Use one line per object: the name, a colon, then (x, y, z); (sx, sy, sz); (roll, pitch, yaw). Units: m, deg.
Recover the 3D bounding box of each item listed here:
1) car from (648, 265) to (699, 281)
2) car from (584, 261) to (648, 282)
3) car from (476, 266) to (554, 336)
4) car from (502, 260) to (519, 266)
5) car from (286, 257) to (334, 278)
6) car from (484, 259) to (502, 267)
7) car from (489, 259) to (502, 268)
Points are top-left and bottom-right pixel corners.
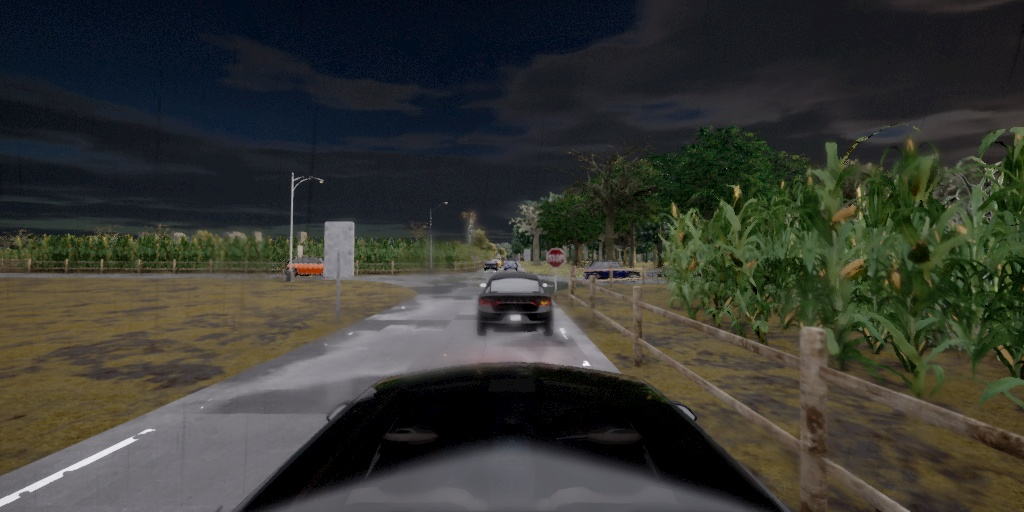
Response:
car: (14.652, 1.533, 33.299); (4.902, 1.511, 2.128); (1, -1, 2)
car: (8.301, 1.211, 29.533); (4.553, 1.767, 2.097); (1, -1, 0)
car: (0.066, 1.231, 10.467); (1.882, 1.535, 5.008); (0, 0, 0)
car: (-0.080, 1.322, 50.715); (2.033, 1.411, 5.357); (0, 0, 3)
car: (-15.892, 0.907, 29.546); (4.553, 1.767, 2.097); (0, -1, 0)
car: (-2.854, 1.323, 50.357); (2.033, 1.411, 5.357); (0, 0, 1)
car: (-2.787, 1.261, 60.953); (1.882, 1.535, 5.008); (0, 0, 1)
